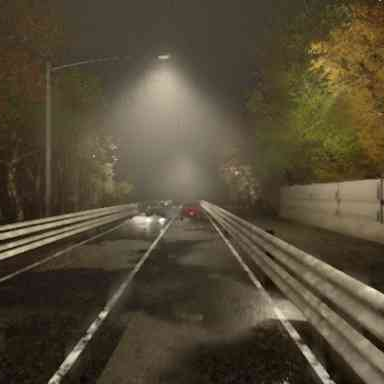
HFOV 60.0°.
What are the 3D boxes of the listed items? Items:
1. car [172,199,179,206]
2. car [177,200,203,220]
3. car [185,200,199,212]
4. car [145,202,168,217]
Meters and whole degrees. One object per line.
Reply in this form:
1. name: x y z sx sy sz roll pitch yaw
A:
1. car: -3.364 2.342 73.665 1.994 1.385 4.181 0 -1 0
2. car: -0.028 1.595 29.088 1.882 1.535 5.008 0 -1 0
3. car: -0.007 1.834 44.700 1.812 1.442 4.674 0 -1 0
4. car: -3.399 1.699 32.766 2.033 1.411 5.357 0 -1 0
